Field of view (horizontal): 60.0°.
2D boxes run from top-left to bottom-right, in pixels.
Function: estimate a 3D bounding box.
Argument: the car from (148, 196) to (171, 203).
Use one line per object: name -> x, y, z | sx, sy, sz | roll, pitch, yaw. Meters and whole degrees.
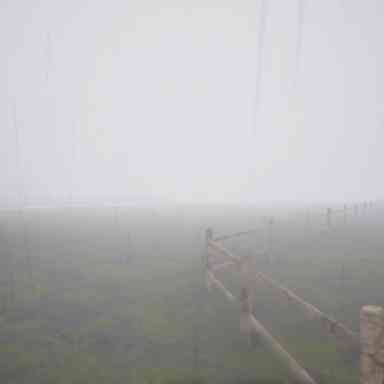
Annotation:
car -> -6.398, 1.434, 65.654 | 1.895, 1.301, 4.718 | 1, 1, 44
